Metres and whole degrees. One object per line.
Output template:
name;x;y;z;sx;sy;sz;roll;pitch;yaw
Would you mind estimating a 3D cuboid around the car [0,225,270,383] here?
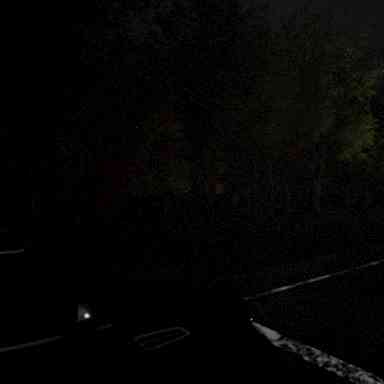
car;-1.927;1.225;2.376;5.566;2.045;2.150;-1;1;-35
